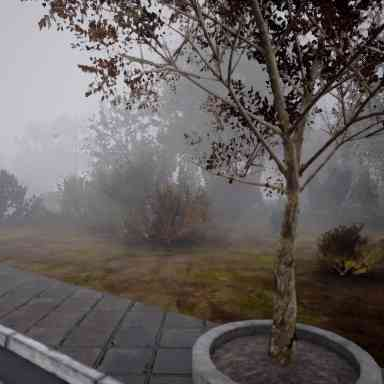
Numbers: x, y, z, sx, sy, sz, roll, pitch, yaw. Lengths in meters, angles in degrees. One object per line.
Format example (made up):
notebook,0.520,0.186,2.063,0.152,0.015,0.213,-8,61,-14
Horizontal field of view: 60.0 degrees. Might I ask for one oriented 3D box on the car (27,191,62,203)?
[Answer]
car,-18.390,0.938,41.852,2.150,2.045,5.566,1,0,32
